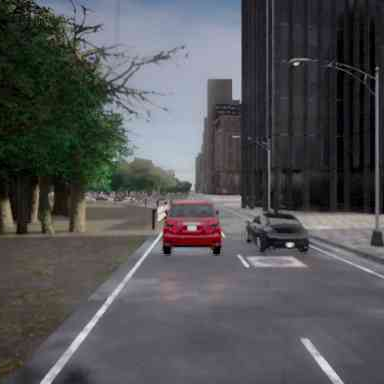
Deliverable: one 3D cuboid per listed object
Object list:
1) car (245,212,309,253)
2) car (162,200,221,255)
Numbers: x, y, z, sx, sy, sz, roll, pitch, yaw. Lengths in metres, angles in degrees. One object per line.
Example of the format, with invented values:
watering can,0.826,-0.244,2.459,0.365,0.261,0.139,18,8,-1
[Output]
car,3.500,1.643,14.298,1.837,1.490,4.892,0,0,0
car,-0.002,1.348,14.020,2.150,2.045,5.566,0,0,0
